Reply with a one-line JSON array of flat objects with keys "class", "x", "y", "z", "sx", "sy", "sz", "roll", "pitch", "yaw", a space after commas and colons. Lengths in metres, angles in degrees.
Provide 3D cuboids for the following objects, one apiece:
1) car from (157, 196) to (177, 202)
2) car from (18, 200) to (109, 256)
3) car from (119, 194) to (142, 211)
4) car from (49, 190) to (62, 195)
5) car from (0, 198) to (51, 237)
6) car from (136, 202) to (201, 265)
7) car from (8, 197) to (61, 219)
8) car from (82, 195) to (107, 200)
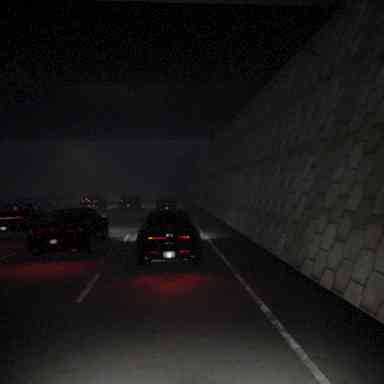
[{"class": "car", "x": -2.399, "y": 1.062, "z": 31.377, "sx": 1.895, "sy": 1.301, "sz": 4.718, "roll": -1, "pitch": 1, "yaw": -4}, {"class": "car", "x": -4.406, "y": 1.306, "z": 12.566, "sx": 1.882, "sy": 1.535, "sz": 5.008, "roll": -1, "pitch": 1, "yaw": -4}, {"class": "car", "x": -6.015, "y": 0.977, "z": 32.689, "sx": 2.128, "sy": 1.511, "sz": 4.902, "roll": -1, "pitch": 1, "yaw": -4}, {"class": "car", "x": -30.509, "y": 0.148, "z": 74.509, "sx": 1.882, "sy": 1.535, "sz": 5.008, "roll": -1, "pitch": 1, "yaw": -5}, {"class": "car", "x": -8.236, "y": 1.297, "z": 16.655, "sx": 2.128, "sy": 1.511, "sz": 4.902, "roll": -1, "pitch": 1, "yaw": -4}, {"class": "car", "x": -0.779, "y": 1.314, "z": 11.055, "sx": 1.837, "sy": 1.490, "sz": 4.892, "roll": -1, "pitch": 2, "yaw": -4}, {"class": "car", "x": -12.594, "y": 1.223, "z": 27.045, "sx": 2.033, "sy": 1.411, "sz": 5.357, "roll": -1, "pitch": 1, "yaw": -4}, {"class": "car", "x": -9.503, "y": 1.029, "z": 32.410, "sx": 2.128, "sy": 1.511, "sz": 4.902, "roll": -1, "pitch": 1, "yaw": -4}]
